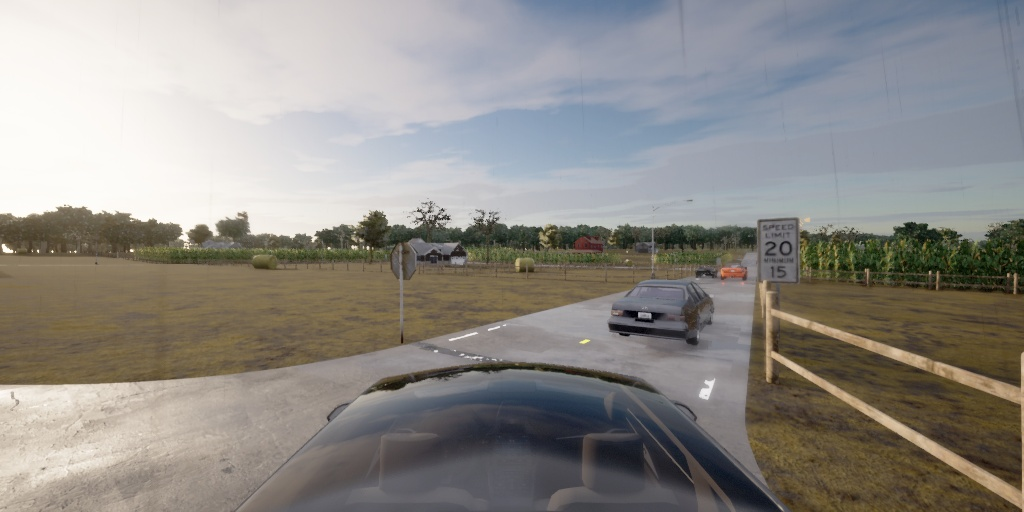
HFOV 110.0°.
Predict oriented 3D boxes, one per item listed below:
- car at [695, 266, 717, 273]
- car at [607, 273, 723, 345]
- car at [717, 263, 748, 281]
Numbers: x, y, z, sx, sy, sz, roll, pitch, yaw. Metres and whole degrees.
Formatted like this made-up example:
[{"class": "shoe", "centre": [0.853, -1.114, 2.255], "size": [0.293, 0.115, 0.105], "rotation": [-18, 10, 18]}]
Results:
[{"class": "car", "centre": [21.912, 1.797, 40.374], "size": [1.895, 1.301, 4.718], "rotation": [0, -1, 34]}, {"class": "car", "centre": [4.280, 1.340, 9.802], "size": [2.033, 1.411, 5.357], "rotation": [0, 0, 34]}, {"class": "car", "centre": [22.291, 1.480, 35.966], "size": [2.097, 1.767, 4.553], "rotation": [0, -1, 35]}]
